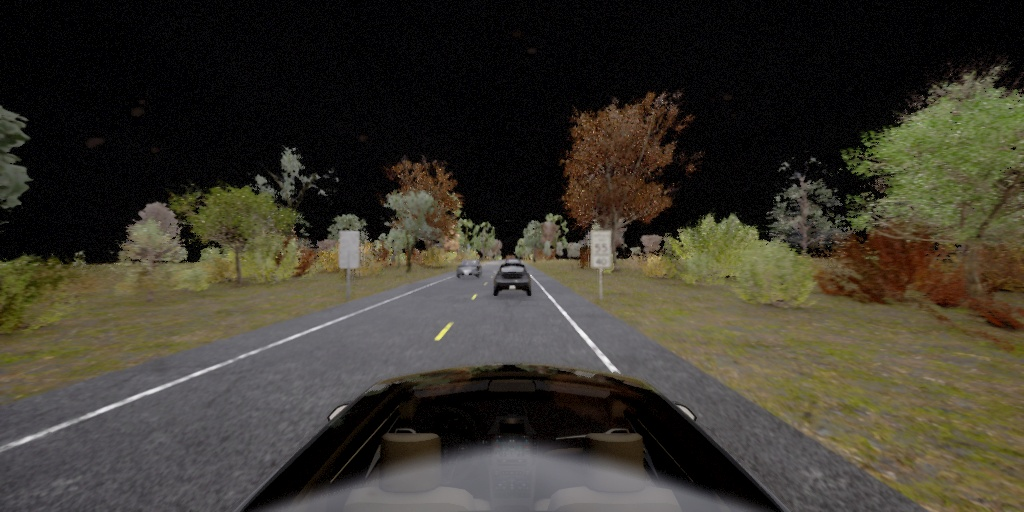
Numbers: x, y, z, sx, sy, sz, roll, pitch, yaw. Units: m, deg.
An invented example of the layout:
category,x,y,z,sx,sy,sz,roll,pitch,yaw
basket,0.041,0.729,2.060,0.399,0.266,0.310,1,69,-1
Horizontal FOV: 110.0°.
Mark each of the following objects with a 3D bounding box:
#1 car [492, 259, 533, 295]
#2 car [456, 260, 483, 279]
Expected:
category,x,y,z,sx,sy,sz,roll,pitch,yaw
car,0.037,1.138,18.706,1.837,1.490,4.892,0,1,0
car,-3.502,1.060,30.246,2.128,1.511,4.902,0,0,0
